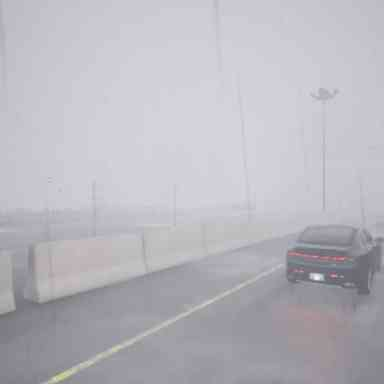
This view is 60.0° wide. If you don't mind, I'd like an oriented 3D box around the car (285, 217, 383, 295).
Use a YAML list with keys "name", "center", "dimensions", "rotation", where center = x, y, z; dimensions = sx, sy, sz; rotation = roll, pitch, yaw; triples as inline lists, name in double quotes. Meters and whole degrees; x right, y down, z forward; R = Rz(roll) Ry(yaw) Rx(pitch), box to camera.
- name: "car"
  center: [4.068, 1.626, 9.231]
  dimensions: [1.837, 1.490, 4.892]
  rotation: [0, -1, 34]

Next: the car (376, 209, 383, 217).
- name: "car"
  center: [15.860, 2.064, 26.611]
  dimensions: [1.812, 1.442, 4.674]
  rotation: [0, -2, 34]
